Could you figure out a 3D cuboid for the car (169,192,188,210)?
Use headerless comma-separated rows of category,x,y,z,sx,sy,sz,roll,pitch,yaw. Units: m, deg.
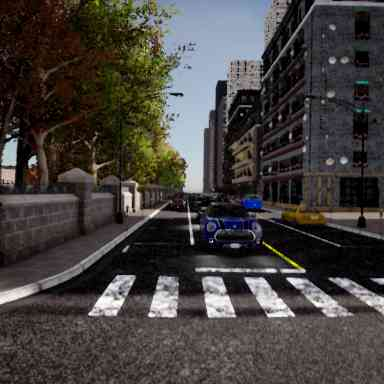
car,-1.556,1.122,37.924,1.967,1.590,4.097,1,0,-1

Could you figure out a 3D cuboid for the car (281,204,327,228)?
car,7.095,1.454,21.624,1.752,1.417,4.829,1,0,-1

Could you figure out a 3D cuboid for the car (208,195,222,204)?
car,3.913,1.272,56.753,1.895,1.301,4.718,1,0,-1

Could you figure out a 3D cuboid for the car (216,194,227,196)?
car,4.082,1.083,46.709,2.097,1.767,4.553,1,0,0

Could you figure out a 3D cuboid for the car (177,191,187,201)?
car,-2.110,0.802,71.150,2.192,1.841,5.009,1,0,-1

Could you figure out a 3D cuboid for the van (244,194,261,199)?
van,6.824,1.169,38.067,1.690,1.788,3.998,1,0,-1

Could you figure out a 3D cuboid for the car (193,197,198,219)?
car,1.266,1.341,23.595,1.812,1.442,4.674,1,0,-1

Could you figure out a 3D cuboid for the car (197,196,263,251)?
car,1.440,1.230,13.554,2.097,1.767,4.553,1,0,-1

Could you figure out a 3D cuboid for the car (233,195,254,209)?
car,6.729,1.235,43.606,1.967,1.590,4.097,1,0,-1

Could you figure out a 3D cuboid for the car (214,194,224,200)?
car,6.170,1.151,76.833,2.008,1.369,4.403,1,0,-1

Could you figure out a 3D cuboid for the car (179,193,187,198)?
car,-2.394,0.959,87.765,1.947,1.339,4.313,1,0,-1
